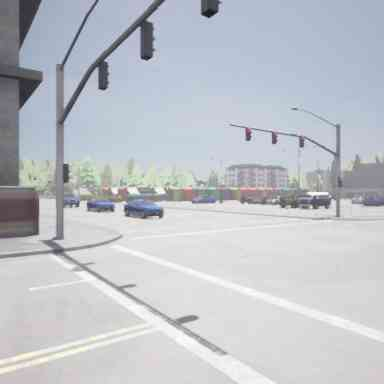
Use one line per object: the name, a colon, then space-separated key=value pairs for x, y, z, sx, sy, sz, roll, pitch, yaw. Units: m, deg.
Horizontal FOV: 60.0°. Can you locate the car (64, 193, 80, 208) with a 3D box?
car: x=-17.954 y=1.172 z=48.071 sx=2.150 sy=2.045 sz=5.566 roll=0 pitch=0 yaw=-35

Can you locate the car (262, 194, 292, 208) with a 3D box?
car: x=13.653 y=1.412 z=53.522 sx=3.806 sy=1.475 sz=1.970 roll=0 pitch=0 yaw=-35

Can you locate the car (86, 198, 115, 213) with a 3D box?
car: x=-10.301 y=1.428 z=37.351 sx=1.882 sy=1.535 sz=5.008 roll=0 pitch=0 yaw=-36

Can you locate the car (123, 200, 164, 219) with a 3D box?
car: x=-4.245 y=1.428 z=28.899 sx=1.882 sy=1.535 sz=5.008 roll=0 pitch=0 yaw=-36

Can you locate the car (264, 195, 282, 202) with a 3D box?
car: x=17.872 y=1.386 z=73.676 sx=3.905 sy=1.438 sz=1.784 roll=0 pitch=0 yaw=-35

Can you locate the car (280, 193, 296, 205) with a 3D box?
car: x=19.491 y=1.176 z=71.274 sx=4.605 sy=1.855 sz=1.932 roll=0 pitch=0 yaw=-35

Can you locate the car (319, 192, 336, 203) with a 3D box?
car: x=33.788 y=1.185 z=81.401 sx=3.866 sy=1.878 sz=1.905 roll=0 pitch=0 yaw=-35

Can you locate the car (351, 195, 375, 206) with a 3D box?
car: x=29.315 y=1.418 z=57.526 sx=3.806 sy=1.475 sz=1.970 roll=0 pitch=0 yaw=-35

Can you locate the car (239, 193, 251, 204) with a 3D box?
car: x=10.394 y=1.170 z=58.049 sx=4.605 sy=1.855 sz=1.932 roll=0 pitch=0 yaw=-35

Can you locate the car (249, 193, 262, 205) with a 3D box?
car: x=11.983 y=1.380 z=55.886 sx=3.905 sy=1.438 sz=1.784 roll=0 pitch=0 yaw=-35
